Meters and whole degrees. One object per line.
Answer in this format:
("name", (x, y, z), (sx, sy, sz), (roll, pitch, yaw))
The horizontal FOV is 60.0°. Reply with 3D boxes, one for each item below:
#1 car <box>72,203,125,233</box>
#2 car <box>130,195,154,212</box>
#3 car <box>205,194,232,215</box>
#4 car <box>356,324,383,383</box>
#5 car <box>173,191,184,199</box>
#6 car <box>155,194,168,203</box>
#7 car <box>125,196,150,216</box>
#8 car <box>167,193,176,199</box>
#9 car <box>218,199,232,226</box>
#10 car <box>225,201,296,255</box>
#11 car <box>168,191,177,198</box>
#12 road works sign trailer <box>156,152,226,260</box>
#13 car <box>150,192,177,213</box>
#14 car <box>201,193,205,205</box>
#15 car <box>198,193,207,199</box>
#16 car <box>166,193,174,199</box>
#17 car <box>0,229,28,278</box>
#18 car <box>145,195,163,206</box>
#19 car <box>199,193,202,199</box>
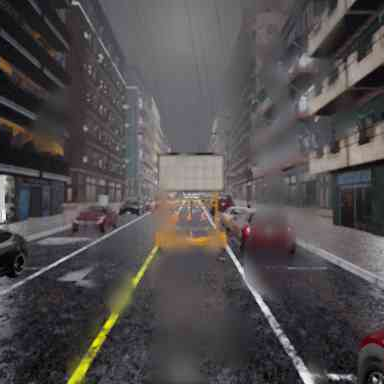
("car", (-5.293, 1.444, 18.675), (1.802, 1.307, 4.206), (2, 0, 0))
("car", (-5.289, 1.179, 35.667), (1.967, 1.590, 4.097), (2, 0, 0))
("car", (2.594, 1.095, 29.998), (2.192, 1.841, 5.009), (2, 0, 0))
("car", (2.592, 1.427, 1.676), (1.967, 1.590, 4.097), (2, 0, 0))
("car", (-2.755, 0.939, 74.713), (1.812, 1.442, 4.674), (0, 0, 0))
("car", (-5.294, 1.121, 58.326), (1.887, 1.381, 4.507), (2, 0, 0))
("car", (-5.293, 1.346, 30.004), (1.947, 1.339, 4.313), (2, 0, 0))
("car", (-5.296, 0.905, 86.476), (1.752, 1.417, 4.829), (2, 0, 0))
("car", (2.589, 1.386, 18.840), (1.752, 1.417, 4.829), (2, 0, 0))
("car", (2.592, 1.344, 13.006), (1.967, 1.590, 4.097), (2, 0, 0))
("car", (-5.289, 0.655, 92.310), (2.192, 1.841, 5.009), (2, 0, 0))
("road works sign trailer", (-0.024, 0.375, 12.072), (2.380, 3.560, 2.880), (0, 0, 0))
("car", (-2.850, 1.112, 32.759), (2.097, 1.767, 4.553), (0, 0, 0))
("car", (2.587, 1.182, 47.162), (1.752, 1.417, 4.829), (2, 0, 0))
("car", (2.583, 0.968, 80.977), (2.008, 1.369, 4.403), (2, 0, 0))
("car", (-5.296, 0.943, 80.812), (1.752, 1.417, 4.829), (2, 0, 0))
("car", (-5.291, 1.511, 7.347), (1.947, 1.339, 4.313), (2, 0, 0))
("car", (-5.294, 1.209, 46.997), (2.008, 1.369, 4.403), (2, 0, 0))
("car", (2.585, 1.142, 58.322), (1.947, 1.339, 4.313), (2, 0, 0))
